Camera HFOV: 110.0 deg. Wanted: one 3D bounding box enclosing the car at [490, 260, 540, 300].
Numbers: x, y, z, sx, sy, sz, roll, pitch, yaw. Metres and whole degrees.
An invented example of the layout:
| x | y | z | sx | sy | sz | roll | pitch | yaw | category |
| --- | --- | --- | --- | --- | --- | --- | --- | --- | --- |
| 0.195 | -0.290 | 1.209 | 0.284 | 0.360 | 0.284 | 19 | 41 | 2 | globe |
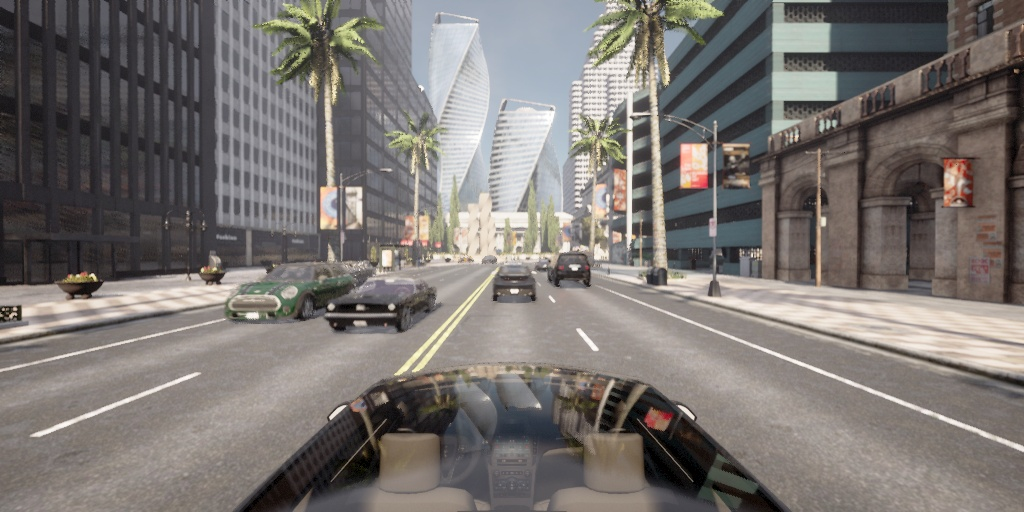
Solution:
| x | y | z | sx | sy | sz | roll | pitch | yaw | category |
| --- | --- | --- | --- | --- | --- | --- | --- | --- | --- |
| 0.099 | 1.137 | 16.791 | 1.837 | 1.490 | 4.892 | 0 | 0 | 0 | car |

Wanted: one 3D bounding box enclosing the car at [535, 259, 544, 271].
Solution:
| x | y | z | sx | sy | sz | roll | pitch | yaw | category |
| --- | --- | --- | --- | --- | --- | --- | --- | --- | --- |
| 3.602 | 1.011 | 40.464 | 1.994 | 1.385 | 4.181 | 0 | 0 | 0 | car |

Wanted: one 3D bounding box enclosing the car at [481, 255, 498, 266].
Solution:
| x | y | z | sx | sy | sz | roll | pitch | yaw | category |
| --- | --- | --- | --- | --- | --- | --- | --- | --- | --- |
| -3.239 | 0.553 | 52.076 | 1.882 | 1.535 | 5.008 | 0 | 0 | 6 | car |

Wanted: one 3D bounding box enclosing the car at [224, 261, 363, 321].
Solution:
| x | y | z | sx | sy | sz | roll | pitch | yaw | category |
| --- | --- | --- | --- | --- | --- | --- | --- | --- | --- |
| -7.100 | 1.021 | 12.055 | 2.097 | 1.767 | 4.553 | 0 | 0 | 0 | car |

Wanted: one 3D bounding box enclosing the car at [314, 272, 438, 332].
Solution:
| x | y | z | sx | sy | sz | roll | pitch | yaw | category |
| --- | --- | --- | --- | --- | --- | --- | --- | --- | --- |
| -3.601 | 1.280 | 10.718 | 1.895 | 1.301 | 4.718 | 0 | 0 | 0 | car |

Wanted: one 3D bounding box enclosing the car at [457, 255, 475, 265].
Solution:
| x | y | z | sx | sy | sz | roll | pitch | yaw | category |
| --- | --- | --- | --- | --- | --- | --- | --- | --- | --- |
| -6.717 | 0.522 | 52.468 | 1.994 | 1.385 | 4.181 | 0 | 0 | 6 | car |

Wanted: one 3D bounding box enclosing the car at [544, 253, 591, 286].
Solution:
| x | y | z | sx | sy | sz | roll | pitch | yaw | category |
| --- | --- | --- | --- | --- | --- | --- | --- | --- | --- |
| 3.600 | 0.804 | 23.201 | 2.150 | 2.045 | 5.566 | 0 | 0 | 0 | car |

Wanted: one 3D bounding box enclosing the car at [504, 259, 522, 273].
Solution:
| x | y | z | sx | sy | sz | roll | pitch | yaw | category |
| --- | --- | --- | --- | --- | --- | --- | --- | --- | --- |
| 0.102 | 1.060 | 38.999 | 1.895 | 1.301 | 4.718 | 0 | 0 | 0 | car |
